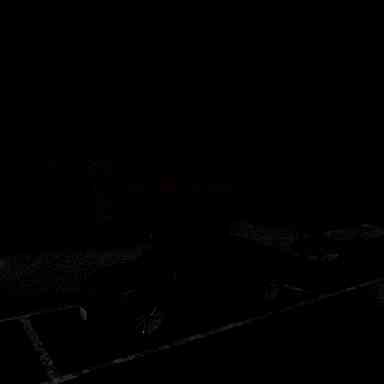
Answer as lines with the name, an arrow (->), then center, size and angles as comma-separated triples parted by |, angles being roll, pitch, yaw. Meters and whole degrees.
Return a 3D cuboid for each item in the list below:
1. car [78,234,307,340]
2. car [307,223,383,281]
car -> 0.043, 1.566, 6.563 | 4.313, 1.339, 1.947 | 0, 0, -35
car -> 4.526, 1.582, 9.752 | 4.206, 1.307, 1.802 | 0, 0, -35
